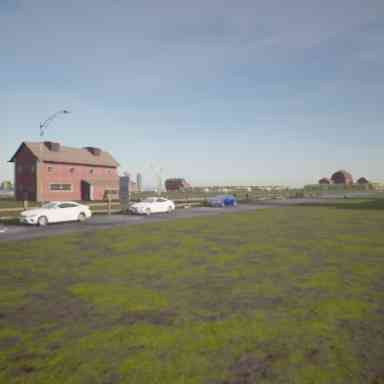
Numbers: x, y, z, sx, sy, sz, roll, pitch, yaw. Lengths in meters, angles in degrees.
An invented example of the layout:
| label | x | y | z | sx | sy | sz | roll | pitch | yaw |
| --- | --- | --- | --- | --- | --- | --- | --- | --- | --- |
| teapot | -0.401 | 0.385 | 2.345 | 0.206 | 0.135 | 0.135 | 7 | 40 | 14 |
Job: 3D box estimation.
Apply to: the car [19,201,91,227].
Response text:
| label | x | y | z | sx | sy | sz | roll | pitch | yaw |
| --- | --- | --- | --- | --- | --- | --- | --- | --- | --- |
| car | -8.843 | 1.341 | 21.825 | 1.812 | 1.442 | 4.674 | 0 | 1 | 35 |

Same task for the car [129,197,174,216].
| label | x | y | z | sx | sy | sz | roll | pitch | yaw |
| --- | --- | --- | --- | --- | --- | --- | --- | --- | --- |
| car | -3.436 | 1.206 | 29.340 | 1.812 | 1.442 | 4.674 | 0 | 1 | 36 |

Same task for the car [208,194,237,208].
| label | x | y | z | sx | sy | sz | roll | pitch | yaw |
| --- | --- | --- | --- | --- | --- | --- | --- | --- | --- |
| car | 3.665 | 1.025 | 39.130 | 1.812 | 1.442 | 4.674 | 0 | 1 | 36 |
